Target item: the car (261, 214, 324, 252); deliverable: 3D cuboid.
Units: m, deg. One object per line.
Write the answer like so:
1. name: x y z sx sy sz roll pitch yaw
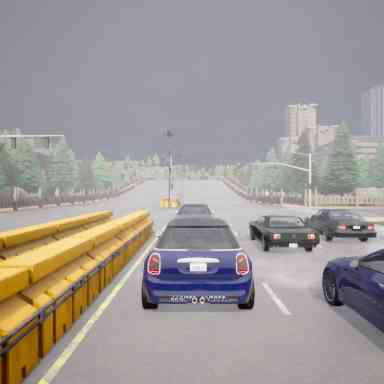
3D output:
1. car: 3.624 1.601 13.984 1.895 1.301 4.718 0 0 1

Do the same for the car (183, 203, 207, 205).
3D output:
1. car: 0.133 1.352 16.949 2.097 1.767 4.553 0 0 0

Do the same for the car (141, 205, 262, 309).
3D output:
1. car: 0.115 1.352 8.013 2.097 1.767 4.553 0 0 0

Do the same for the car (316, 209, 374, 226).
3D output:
1. car: 7.108 1.547 16.559 2.033 1.411 5.357 0 0 4

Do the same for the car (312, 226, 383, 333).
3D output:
1. car: 3.613 1.526 5.044 1.812 1.442 4.674 0 0 0
